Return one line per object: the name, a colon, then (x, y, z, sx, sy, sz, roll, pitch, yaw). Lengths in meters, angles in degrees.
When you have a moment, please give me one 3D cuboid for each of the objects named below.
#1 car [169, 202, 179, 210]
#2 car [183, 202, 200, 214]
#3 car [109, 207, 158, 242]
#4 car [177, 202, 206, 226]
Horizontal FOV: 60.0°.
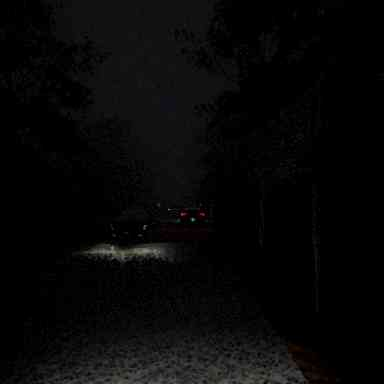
car: (-3.051, 2.440, 60.230, 2.033, 1.411, 5.357, 0, -2, 0)
car: (-0.037, 1.985, 42.382, 2.033, 1.411, 5.357, 0, -1, 0)
car: (-2.873, 1.546, 17.079, 1.882, 1.535, 5.008, 0, 0, 0)
car: (0.051, 1.667, 24.383, 1.812, 1.442, 4.674, 0, -1, 0)
